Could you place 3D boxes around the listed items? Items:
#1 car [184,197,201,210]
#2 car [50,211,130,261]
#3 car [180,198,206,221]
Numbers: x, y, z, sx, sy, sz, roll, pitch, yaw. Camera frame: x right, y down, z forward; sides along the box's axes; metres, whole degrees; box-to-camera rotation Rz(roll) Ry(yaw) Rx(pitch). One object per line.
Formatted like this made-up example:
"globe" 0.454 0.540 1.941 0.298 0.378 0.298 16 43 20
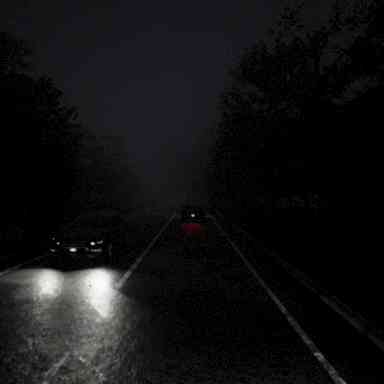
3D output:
"car" 0.083 1.494 44.239 2.128 1.511 4.902 0 0 0
"car" -3.562 1.513 12.434 1.837 1.490 4.892 0 -1 0
"car" 0.081 1.519 27.512 1.837 1.490 4.892 0 0 0
